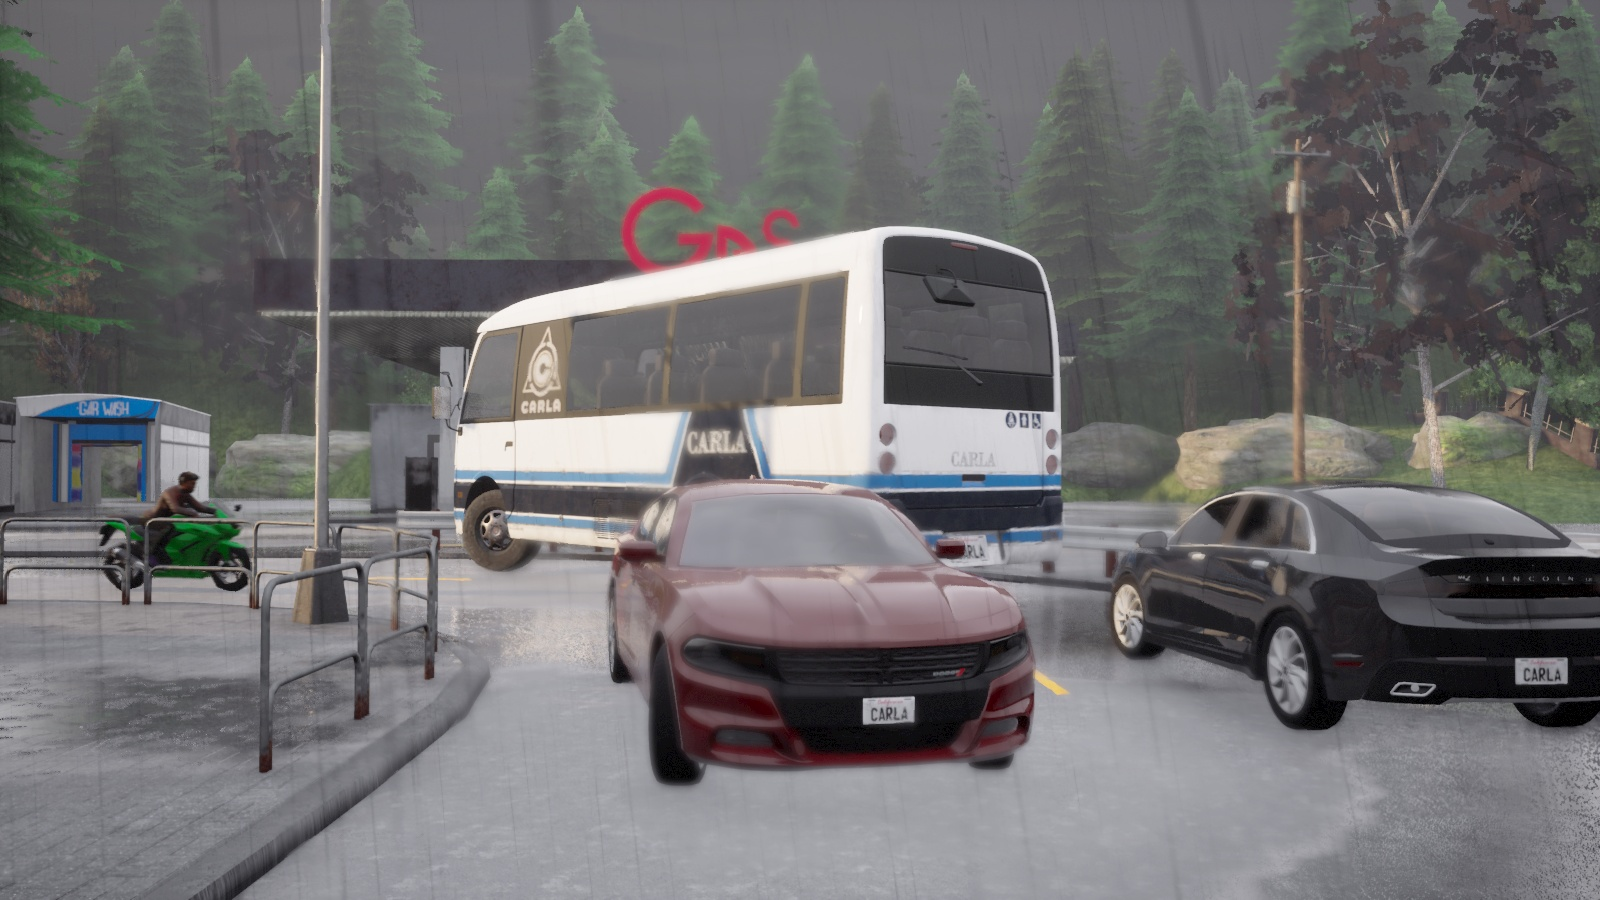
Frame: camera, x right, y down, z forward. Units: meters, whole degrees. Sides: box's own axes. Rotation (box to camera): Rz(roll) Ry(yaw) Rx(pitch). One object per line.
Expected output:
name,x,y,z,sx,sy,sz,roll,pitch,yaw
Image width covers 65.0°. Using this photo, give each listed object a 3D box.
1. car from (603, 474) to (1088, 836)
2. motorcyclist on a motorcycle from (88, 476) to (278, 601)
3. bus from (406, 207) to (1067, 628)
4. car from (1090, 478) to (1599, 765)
car,-0.144,0.928,8.039,1.882,1.535,5.008,0,-1,-13
motorcyclist on a motorcycle,-7.782,1.094,15.886,2.044,1.523,0.797,0,0,5
bus,-1.605,-0.259,17.851,3.944,4.253,10.273,0,-1,-40
car,3.770,0.957,9.114,1.837,1.490,4.892,0,-1,-5
